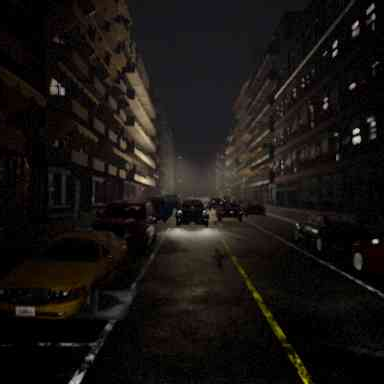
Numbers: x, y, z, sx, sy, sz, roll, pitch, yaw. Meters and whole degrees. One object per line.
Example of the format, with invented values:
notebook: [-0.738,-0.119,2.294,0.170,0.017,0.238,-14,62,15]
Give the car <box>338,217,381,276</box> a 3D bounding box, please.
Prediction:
car: [5.343,1.529,7.598,1.887,1.381,4.507,1,0,0]

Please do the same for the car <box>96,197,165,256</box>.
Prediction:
car: [-2.522,1.272,13.204,2.192,1.841,5.009,2,0,0]

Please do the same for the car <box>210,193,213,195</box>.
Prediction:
car: [5.412,1.484,73.971,1.802,1.307,4.206,1,0,0]

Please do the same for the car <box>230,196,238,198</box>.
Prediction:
car: [5.387,1.466,35.251,1.887,1.381,4.507,1,0,0]

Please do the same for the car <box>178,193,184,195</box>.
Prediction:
car: [-2.479,1.219,40.856,2.192,1.841,5.009,2,0,0]

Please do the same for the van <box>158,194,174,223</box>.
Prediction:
van: [-2.505,1.271,24.263,1.690,1.788,3.998,2,0,0]

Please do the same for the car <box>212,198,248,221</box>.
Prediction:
car: [2.830,1.480,26.219,2.033,1.411,5.357,0,0,1]

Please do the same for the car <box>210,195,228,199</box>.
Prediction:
car: [2.840,1.419,40.035,1.837,1.490,4.892,0,1,1]

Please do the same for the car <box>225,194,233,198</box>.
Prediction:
car: [5.405,1.355,40.783,1.967,1.590,4.097,1,0,0]

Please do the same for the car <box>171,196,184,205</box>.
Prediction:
car: [-2.460,1.455,57.449,1.947,1.339,4.313,1,0,0]

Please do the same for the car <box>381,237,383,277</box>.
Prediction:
car: [3.575,1.349,2.120,2.097,1.767,4.553,0,0,0]

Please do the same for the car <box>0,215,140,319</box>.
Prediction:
car: [-2.537,1.499,7.503,1.752,1.417,4.829,2,0,0]

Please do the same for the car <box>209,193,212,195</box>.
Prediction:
car: [5.434,1.229,85.034,2.192,1.841,5.009,1,0,0]

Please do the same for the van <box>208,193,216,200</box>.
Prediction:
van: [5.442,1.263,90.565,1.690,1.788,3.998,1,0,0]

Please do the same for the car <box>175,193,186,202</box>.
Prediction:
car: [-2.428,1.206,74.038,2.192,1.841,5.009,1,0,0]

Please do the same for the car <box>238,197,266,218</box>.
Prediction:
car: [5.378,1.475,29.722,1.887,1.381,4.507,1,0,0]

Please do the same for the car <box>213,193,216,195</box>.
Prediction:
car: [5.397,1.339,62.908,1.967,1.590,4.097,1,0,0]

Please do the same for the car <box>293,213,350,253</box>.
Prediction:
car: [5.351,1.519,13.130,2.008,1.369,4.403,1,0,0]

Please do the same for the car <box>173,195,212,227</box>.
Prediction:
car: [0.032,1.289,22.289,2.097,1.767,4.553,0,0,0]

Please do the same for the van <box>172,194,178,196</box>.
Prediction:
van: [-2.497,1.261,29.795,1.690,1.788,3.998,2,0,0]
